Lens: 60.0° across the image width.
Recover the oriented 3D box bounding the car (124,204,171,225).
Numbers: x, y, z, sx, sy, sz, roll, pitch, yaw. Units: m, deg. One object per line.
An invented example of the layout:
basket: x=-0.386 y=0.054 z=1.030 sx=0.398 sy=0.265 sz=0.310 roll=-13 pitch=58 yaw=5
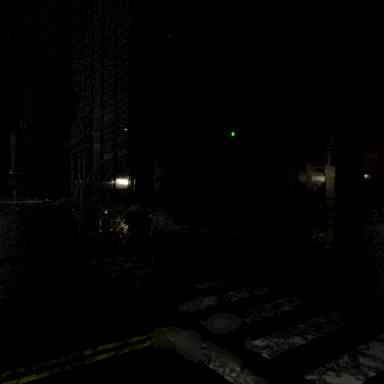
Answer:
car: x=-3.399 y=1.611 z=24.334 sx=1.812 sy=1.442 sz=4.674 roll=1 pitch=-1 yaw=-37

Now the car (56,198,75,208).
car: x=-20.719 y=1.795 z=54.241 sx=1.812 sy=1.442 sz=4.674 roll=1 pitch=-1 yaw=-35

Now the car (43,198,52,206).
car: x=-26.519 y=1.808 z=62.411 sx=2.128 sy=1.511 sz=4.902 roll=1 pitch=-1 yaw=-36

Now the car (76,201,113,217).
car: x=-9.349 y=1.624 z=32.699 sx=2.128 sy=1.511 sz=4.902 roll=1 pitch=-1 yaw=-36

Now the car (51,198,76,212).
car: x=-15.500 y=1.728 z=41.387 sx=2.033 sy=1.411 sz=5.357 roll=1 pitch=-1 yaw=-34
